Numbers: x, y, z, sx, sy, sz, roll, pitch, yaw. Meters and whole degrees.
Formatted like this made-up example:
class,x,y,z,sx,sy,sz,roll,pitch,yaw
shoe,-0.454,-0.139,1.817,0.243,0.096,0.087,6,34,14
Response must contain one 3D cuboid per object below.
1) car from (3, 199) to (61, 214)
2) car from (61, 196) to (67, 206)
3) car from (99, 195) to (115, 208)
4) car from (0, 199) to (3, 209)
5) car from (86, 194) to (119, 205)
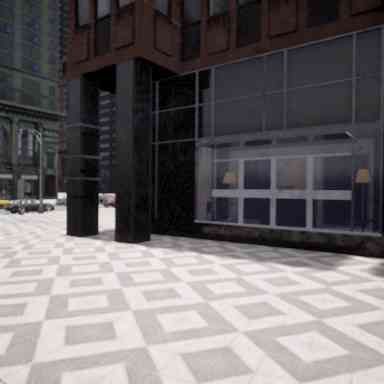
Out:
class,x,y,z,sx,sy,sz,roll,pitch,yaw
car,-15.140,1.311,31.318,2.008,1.369,4.403,2,2,36
car,-16.117,1.093,44.598,2.008,1.369,4.403,2,2,36
car,-8.880,1.213,40.064,1.802,1.307,4.206,2,2,36
car,-18.271,1.388,26.945,1.947,1.339,4.313,2,2,36
car,-13.089,1.043,48.828,1.947,1.339,4.313,2,2,36
